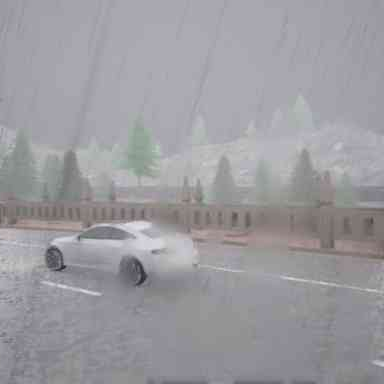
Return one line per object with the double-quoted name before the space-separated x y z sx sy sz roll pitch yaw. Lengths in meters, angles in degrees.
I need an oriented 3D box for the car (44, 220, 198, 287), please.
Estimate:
"car" -2.049 1.508 9.216 4.674 1.442 1.812 0 0 31
